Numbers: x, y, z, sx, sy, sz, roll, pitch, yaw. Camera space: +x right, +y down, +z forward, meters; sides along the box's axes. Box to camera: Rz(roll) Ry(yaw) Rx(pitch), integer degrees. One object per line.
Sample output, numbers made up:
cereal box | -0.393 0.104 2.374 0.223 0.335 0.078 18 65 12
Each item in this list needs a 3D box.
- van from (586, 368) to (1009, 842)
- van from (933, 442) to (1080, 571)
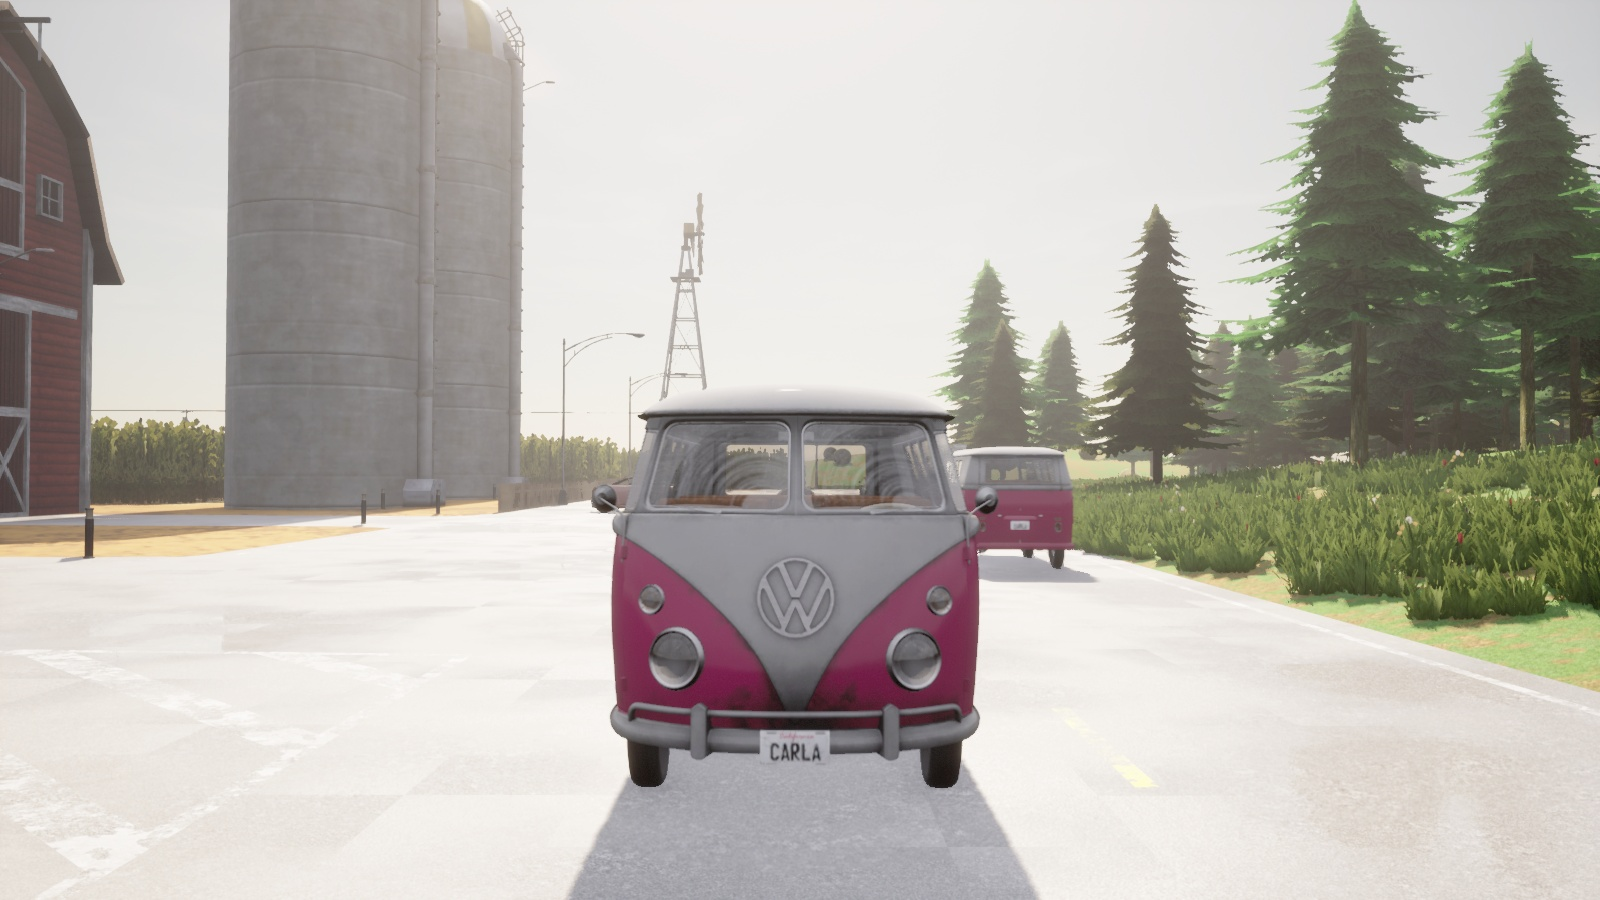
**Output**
van | -0.021 0.695 7.517 1.775 1.987 4.442 0 -1 0
van | 3.443 0.917 21.723 1.775 1.987 4.442 0 -1 0
